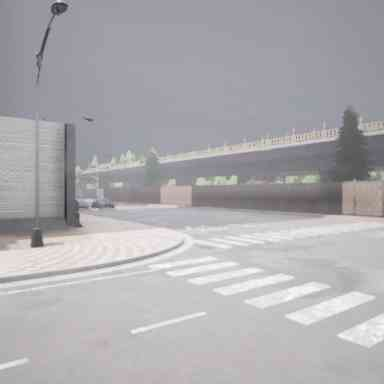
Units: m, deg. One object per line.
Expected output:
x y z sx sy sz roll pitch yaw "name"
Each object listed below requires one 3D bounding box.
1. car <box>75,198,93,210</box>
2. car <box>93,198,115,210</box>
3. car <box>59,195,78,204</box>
-14.151 1.476 40.775 1.812 1.442 4.674 0 0 -36 "car"
-11.593 1.515 43.198 1.994 1.385 4.181 0 0 -36 "car"
-21.053 1.222 56.548 1.994 1.385 4.181 0 0 -36 "car"
